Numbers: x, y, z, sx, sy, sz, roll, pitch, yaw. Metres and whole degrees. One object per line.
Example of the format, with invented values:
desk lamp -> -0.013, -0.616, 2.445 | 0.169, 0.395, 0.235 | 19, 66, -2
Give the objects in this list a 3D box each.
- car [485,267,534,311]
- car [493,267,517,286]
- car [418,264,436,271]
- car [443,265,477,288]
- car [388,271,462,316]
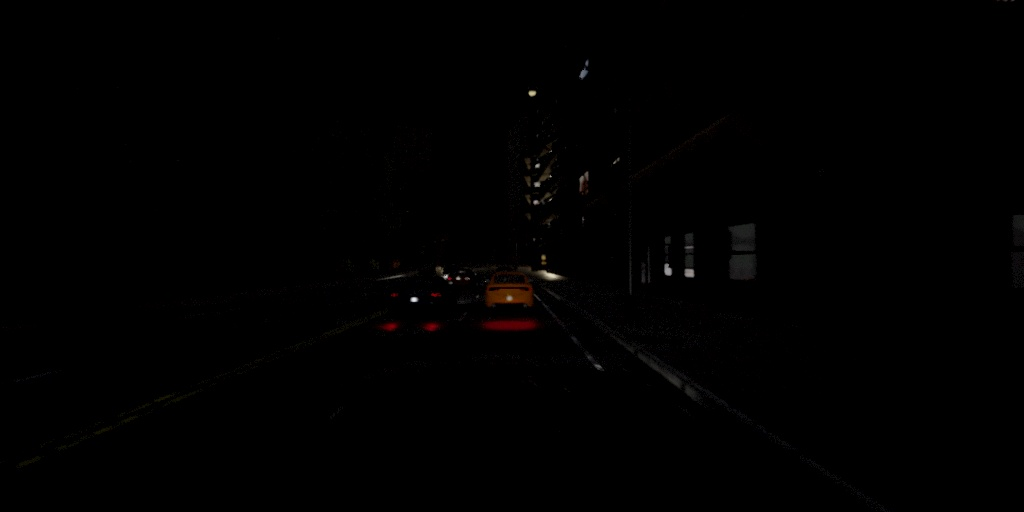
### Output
car -> -0.129, 1.409, 15.452 | 1.882, 1.535, 5.008 | 0, -1, -1
car -> -0.621, 1.650, 30.020 | 1.812, 1.442, 4.674 | 0, -1, -2
car -> -11.677, 1.867, 49.349 | 1.882, 1.535, 5.008 | 0, -1, -4
car -> -3.764, 1.636, 27.073 | 2.033, 1.411, 5.357 | 0, -1, -2
car -> -3.359, 1.482, 14.211 | 1.994, 1.385, 4.181 | 0, -1, -1
